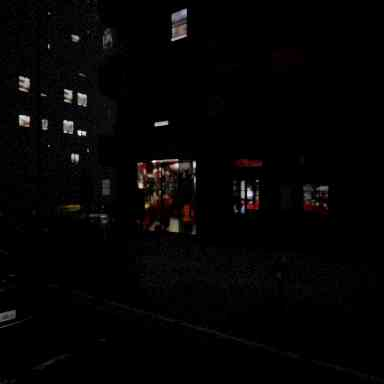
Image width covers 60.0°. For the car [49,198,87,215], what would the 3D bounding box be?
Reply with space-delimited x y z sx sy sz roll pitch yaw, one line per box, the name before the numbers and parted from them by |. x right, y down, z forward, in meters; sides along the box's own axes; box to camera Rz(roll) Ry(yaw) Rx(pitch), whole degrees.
car | -10.909 1.247 30.477 1.752 1.417 4.829 1 1 35

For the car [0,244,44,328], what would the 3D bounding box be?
car | -4.438 1.551 6.040 4.403 1.369 2.008 0 0 36

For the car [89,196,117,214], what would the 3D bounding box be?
car | -7.092 1.185 31.433 1.837 1.490 4.892 0 1 35

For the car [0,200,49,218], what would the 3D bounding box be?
car | -13.999 1.347 26.052 2.008 1.369 4.403 1 1 35
